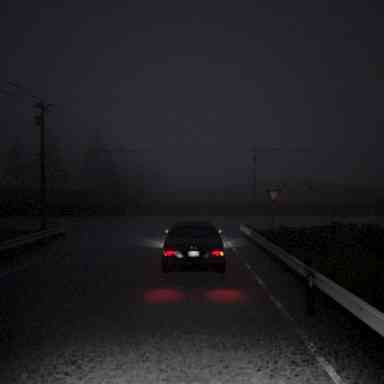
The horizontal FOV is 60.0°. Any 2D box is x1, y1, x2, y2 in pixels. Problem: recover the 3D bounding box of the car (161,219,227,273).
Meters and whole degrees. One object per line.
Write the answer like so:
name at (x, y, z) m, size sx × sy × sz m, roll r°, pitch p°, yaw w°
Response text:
car at (0.043, 1.607, 10.869) m, size 2.033 × 1.411 × 5.357 m, roll 0°, pitch 0°, yaw 0°
